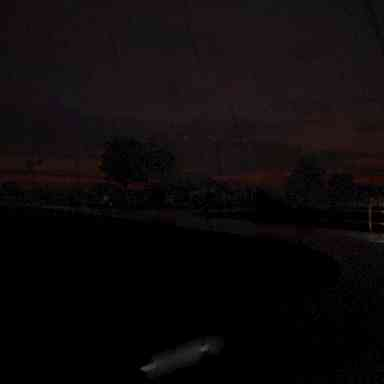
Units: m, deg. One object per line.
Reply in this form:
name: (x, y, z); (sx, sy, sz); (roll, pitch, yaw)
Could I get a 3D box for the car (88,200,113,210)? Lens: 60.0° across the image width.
car: (-12.866, 1.803, 47.490); (1.812, 1.442, 4.674); (-1, 0, -35)

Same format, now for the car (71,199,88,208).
car: (-18.891, 1.898, 55.866); (1.882, 1.535, 5.008); (-1, 0, -35)
